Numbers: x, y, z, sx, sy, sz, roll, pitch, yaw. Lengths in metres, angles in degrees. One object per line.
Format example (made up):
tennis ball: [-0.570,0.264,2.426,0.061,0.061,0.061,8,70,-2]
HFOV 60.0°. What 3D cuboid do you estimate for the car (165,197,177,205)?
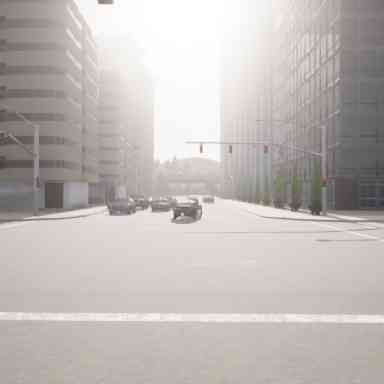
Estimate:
car: [-3.623,1.601,57.869,1.895,1.301,4.718,0,0,0]

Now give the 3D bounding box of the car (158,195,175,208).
car: [-3.633,1.352,48.100,2.097,1.767,4.553,0,0,0]

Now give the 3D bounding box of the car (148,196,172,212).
car: [-3.630,1.505,38.896,1.837,1.490,4.892,0,0,0]

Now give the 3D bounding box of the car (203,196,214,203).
car: [3.448,1.505,67.456,1.837,1.490,4.892,0,0,0]

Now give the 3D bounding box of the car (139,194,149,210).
car: [-7.131,1.221,43.986,2.150,2.045,5.566,0,0,0]

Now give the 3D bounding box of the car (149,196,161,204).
car: [-7.095,1.505,64.385,1.837,1.490,4.892,0,0,0]

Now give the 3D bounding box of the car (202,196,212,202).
car: [3.442,1.528,76.123,1.994,1.385,4.181,0,0,0]

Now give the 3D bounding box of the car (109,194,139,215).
car: [-7.127,1.352,34.397,2.097,1.767,4.553,0,0,0]

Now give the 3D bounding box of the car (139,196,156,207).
car: [-7.131,1.491,53.946,2.128,1.511,4.902,0,0,0]

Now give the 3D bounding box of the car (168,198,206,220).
car: [-0.328,1.485,27.836,1.837,1.490,4.892,1,-1,10]

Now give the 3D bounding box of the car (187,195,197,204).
car: [-0.051,1.478,66.620,1.882,1.535,5.008,0,0,0]

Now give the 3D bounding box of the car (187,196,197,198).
car: [0.062,1.478,56.696,1.882,1.535,5.008,0,0,0]
